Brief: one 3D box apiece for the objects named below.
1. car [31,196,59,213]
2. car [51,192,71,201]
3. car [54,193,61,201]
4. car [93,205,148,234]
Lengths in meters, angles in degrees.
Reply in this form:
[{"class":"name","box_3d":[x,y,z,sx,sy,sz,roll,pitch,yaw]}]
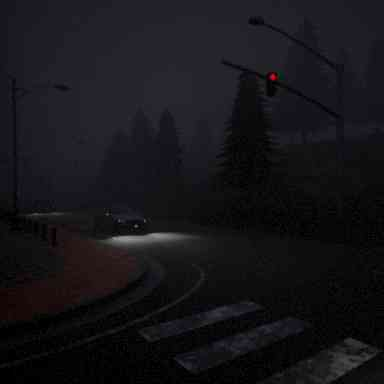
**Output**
[{"class":"car","box_3d":[-16.529,1.467,36.717,1.837,1.490,4.892,-1,0,-35]},{"class":"car","box_3d":[-30.411,1.015,77.231,3.866,1.878,1.905,-1,0,-36]},{"class":"car","box_3d":[-28.628,1.010,75.416,4.605,1.855,1.932,-1,0,-36]},{"class":"car","box_3d":[-4.226,1.485,19.096,1.812,1.442,4.674,-1,0,-35]}]
